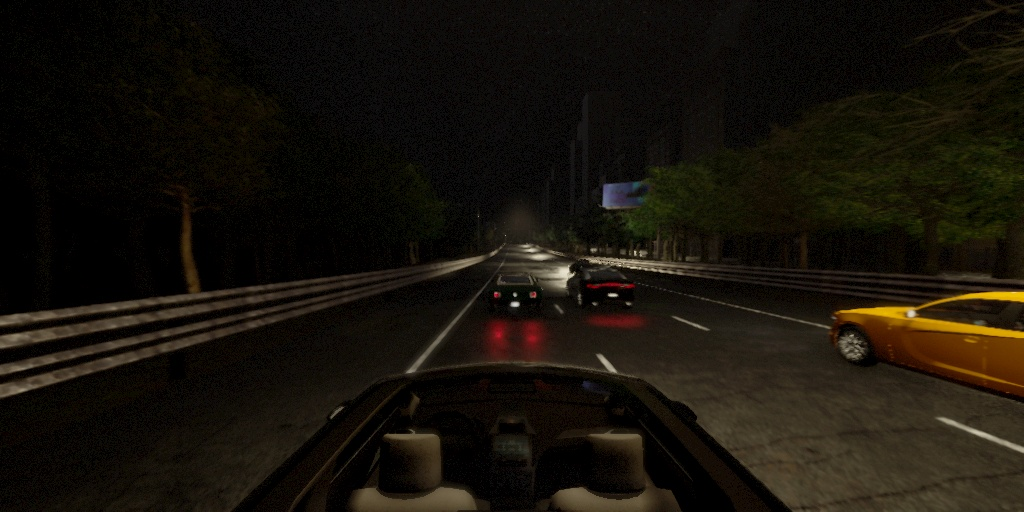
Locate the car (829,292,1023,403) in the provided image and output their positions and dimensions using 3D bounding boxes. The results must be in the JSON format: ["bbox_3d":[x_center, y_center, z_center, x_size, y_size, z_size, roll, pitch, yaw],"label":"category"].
[{"bbox_3d":[7.099,1.220,4.888,1.882,1.535,5.008,0,0,0],"label":"car"}]

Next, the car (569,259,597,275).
[{"bbox_3d":[7.144,1.095,36.401,1.994,1.385,4.181,0,1,0],"label":"car"}]

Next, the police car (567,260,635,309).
[{"bbox_3d":[3.514,1.159,15.051,1.930,1.638,5.238,0,0,0],"label":"police car"}]

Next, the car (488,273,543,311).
[{"bbox_3d":[0.114,1.331,14.306,1.895,1.301,4.718,0,0,0],"label":"car"}]
